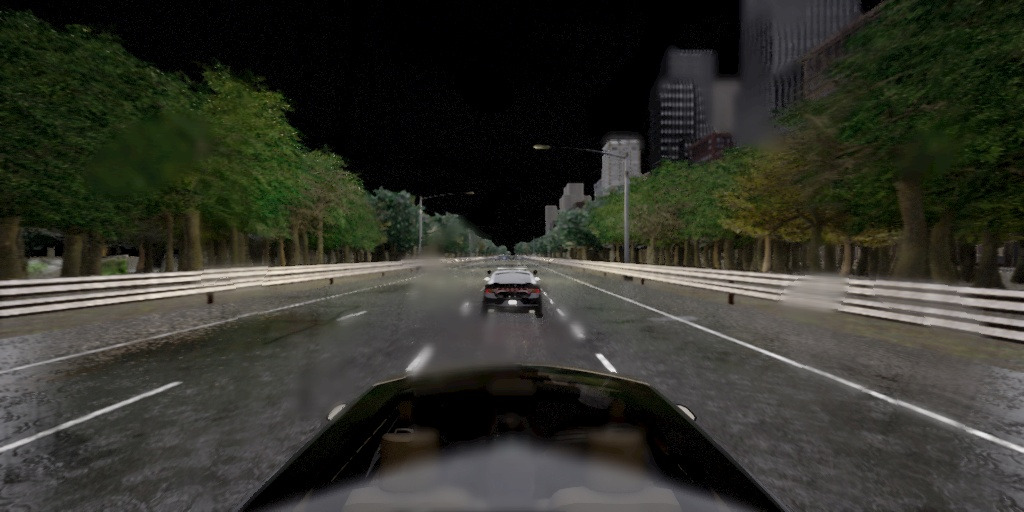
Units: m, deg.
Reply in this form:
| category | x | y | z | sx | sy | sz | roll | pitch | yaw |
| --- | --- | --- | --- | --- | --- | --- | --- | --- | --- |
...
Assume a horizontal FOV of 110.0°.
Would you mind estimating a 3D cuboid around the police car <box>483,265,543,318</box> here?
| category | x | y | z | sx | sy | sz | roll | pitch | yaw |
| --- | --- | --- | --- | --- | --- | --- | --- | --- | --- |
| police car | 0.013 | 1.155 | 13.155 | 1.930 | 1.638 | 5.238 | 0 | 0 | 0 |
